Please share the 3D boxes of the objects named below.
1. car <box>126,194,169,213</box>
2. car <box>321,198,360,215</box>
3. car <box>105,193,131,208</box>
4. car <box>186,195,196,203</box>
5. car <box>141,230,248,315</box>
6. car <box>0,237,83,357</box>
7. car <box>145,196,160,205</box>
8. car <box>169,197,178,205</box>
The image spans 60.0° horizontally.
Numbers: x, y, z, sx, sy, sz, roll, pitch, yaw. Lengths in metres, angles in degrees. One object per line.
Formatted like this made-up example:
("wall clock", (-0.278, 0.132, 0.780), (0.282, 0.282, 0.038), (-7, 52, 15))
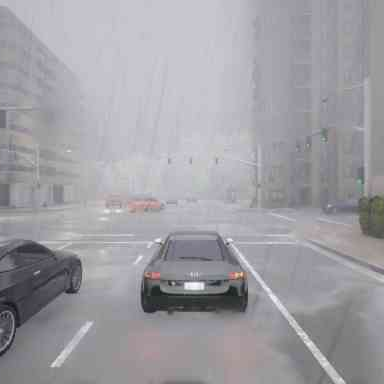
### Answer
("car", (-4.837, 1.351, 36.664), (2.097, 1.767, 4.553), (-1, 0, 24))
("car", (15.514, 1.352, 33.689), (4.553, 1.767, 2.097), (0, 0, 1))
("car", (-10.698, 1.221, 47.506), (2.150, 2.045, 5.566), (0, 0, 0))
("car", (-0.150, 1.355, 72.566), (2.097, 1.767, 4.553), (0, 0, 0))
("car", (0.049, 1.564, 7.650), (1.994, 1.385, 4.181), (0, 0, 0))
("car", (-3.460, 1.526, 5.848), (1.812, 1.442, 4.674), (0, 0, 0))
("car", (-7.193, 1.491, 60.662), (2.128, 1.511, 4.902), (0, 0, 0))
("car", (-3.544, 1.564, 60.409), (1.994, 1.385, 4.181), (0, 0, 0))
